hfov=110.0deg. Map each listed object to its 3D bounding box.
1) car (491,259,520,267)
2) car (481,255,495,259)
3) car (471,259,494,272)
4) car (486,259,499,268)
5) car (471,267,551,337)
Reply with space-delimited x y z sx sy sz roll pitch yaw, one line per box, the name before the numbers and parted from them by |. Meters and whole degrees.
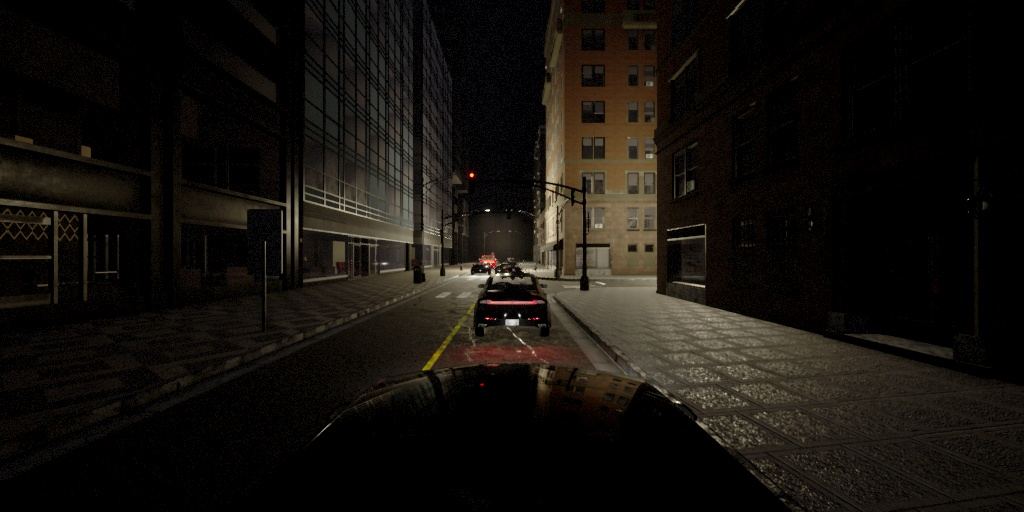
car | -0.291 1.280 31.839 2.033 1.411 5.357 0 0 -10
car | -3.235 0.940 48.456 2.150 2.045 5.566 0 0 0
car | -3.211 1.291 38.158 1.994 1.385 4.181 0 0 0
car | -3.267 1.234 60.808 1.812 1.442 4.674 0 0 0
car | 0.016 1.240 10.286 2.128 1.511 4.902 0 0 0
